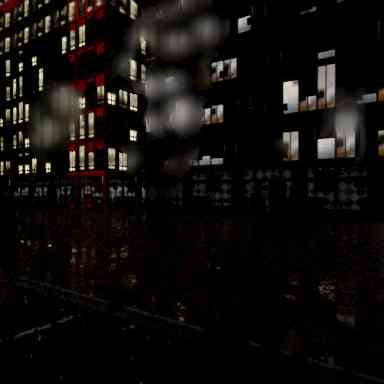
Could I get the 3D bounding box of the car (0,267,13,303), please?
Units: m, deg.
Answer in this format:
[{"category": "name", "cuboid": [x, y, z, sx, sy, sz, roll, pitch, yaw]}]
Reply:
[{"category": "car", "cuboid": [-5.539, 1.540, 6.820, 4.829, 1.417, 1.752, 0, 0, 35]}]
